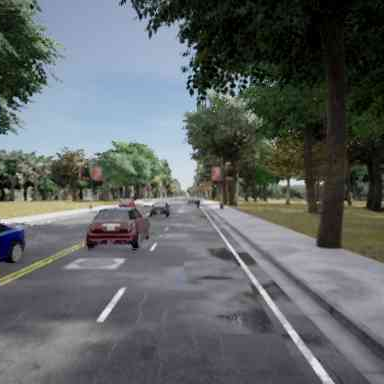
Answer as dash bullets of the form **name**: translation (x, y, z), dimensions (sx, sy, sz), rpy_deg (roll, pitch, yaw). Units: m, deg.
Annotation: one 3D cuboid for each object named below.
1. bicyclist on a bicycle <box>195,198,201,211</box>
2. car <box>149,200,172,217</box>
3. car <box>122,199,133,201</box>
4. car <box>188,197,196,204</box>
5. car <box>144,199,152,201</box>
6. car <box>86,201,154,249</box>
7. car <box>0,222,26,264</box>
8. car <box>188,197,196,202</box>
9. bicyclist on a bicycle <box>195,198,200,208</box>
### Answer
- **bicyclist on a bicycle**: translation (0.887, 1.741, 44.800), dimensions (0.582, 1.620, 1.656), rpy_deg (0, -1, 0)
- **car**: translation (-3.157, 1.742, 33.764), dimensions (1.812, 1.442, 4.674), rpy_deg (0, 0, 0)
- **car**: translation (-9.832, 1.803, 50.380), dimensions (1.882, 1.535, 5.008), rpy_deg (0, 0, 0)
- **car**: translation (-0.014, 2.016, 75.063), dimensions (2.033, 1.411, 5.357), rpy_deg (0, 0, 0)
- **car**: translation (-6.582, 1.854, 50.832), dimensions (1.812, 1.442, 4.674), rpy_deg (0, 0, 0)
- **car**: translation (-3.155, 1.445, 15.065), dimensions (2.097, 1.767, 4.553), rpy_deg (0, 0, 0)
- **car**: translation (-6.600, 1.535, 9.302), dimensions (1.882, 1.535, 5.008), rpy_deg (0, 0, 0)
- **car**: translation (-0.016, 1.962, 87.021), dimensions (1.895, 1.301, 4.718), rpy_deg (0, 0, 0)
- **bicyclist on a bicycle**: translation (0.882, 1.795, 55.611), dimensions (0.866, 1.612, 1.509), rpy_deg (0, -1, 0)
